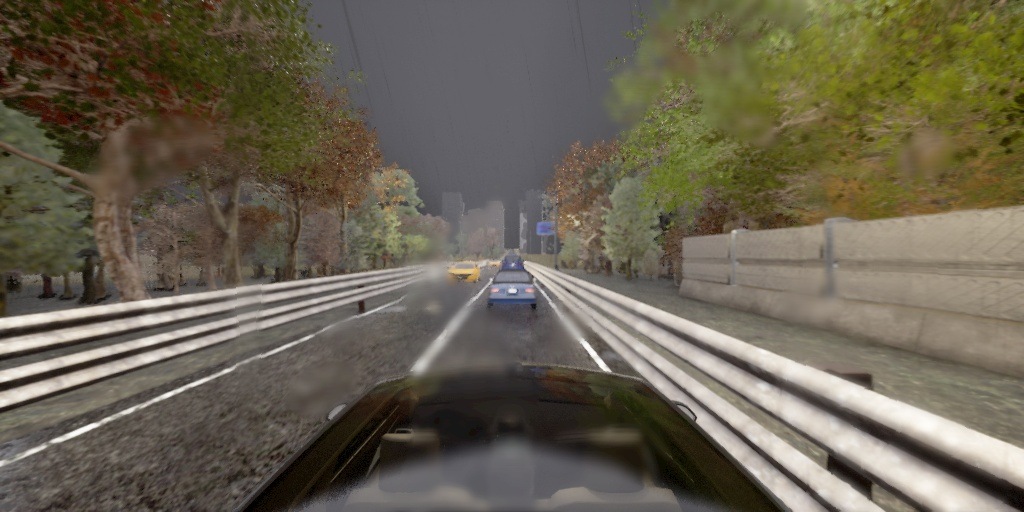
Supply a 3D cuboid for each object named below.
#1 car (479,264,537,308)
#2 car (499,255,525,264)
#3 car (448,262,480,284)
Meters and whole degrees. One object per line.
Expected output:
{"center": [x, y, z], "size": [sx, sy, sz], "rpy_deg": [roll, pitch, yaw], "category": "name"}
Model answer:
{"center": [0.034, 1.228, 14.692], "size": [2.033, 1.411, 5.357], "rpy_deg": [0, 0, 1], "category": "car"}
{"center": [0.101, 0.940, 36.538], "size": [2.150, 2.045, 5.566], "rpy_deg": [0, 0, 0], "category": "car"}
{"center": [-3.342, 1.152, 25.877], "size": [1.882, 1.535, 5.008], "rpy_deg": [0, 0, 0], "category": "car"}
